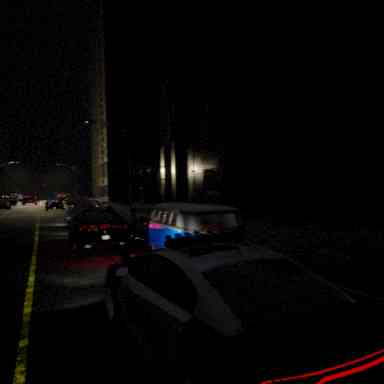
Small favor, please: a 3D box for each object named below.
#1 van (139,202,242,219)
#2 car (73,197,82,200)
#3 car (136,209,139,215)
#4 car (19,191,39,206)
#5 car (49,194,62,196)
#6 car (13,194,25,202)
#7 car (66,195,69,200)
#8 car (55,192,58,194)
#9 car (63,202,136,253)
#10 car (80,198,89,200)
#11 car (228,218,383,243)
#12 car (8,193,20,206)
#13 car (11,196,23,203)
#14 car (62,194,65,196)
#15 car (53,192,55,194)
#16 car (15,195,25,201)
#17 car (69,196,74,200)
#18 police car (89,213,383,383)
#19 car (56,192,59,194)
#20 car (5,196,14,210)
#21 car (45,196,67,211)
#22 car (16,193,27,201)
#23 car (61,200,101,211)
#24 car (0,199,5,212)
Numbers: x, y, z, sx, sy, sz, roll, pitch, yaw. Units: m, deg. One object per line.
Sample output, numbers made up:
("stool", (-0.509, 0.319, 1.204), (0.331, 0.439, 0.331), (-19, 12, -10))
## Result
("van", (-0.077, 1.220, 9.678), (1.690, 1.788, 3.998), (-1, 0, -24))
("car", (-9.318, 1.373, 30.192), (1.887, 1.381, 4.507), (-1, 1, -24))
("car", (-2.385, 1.418, 14.808), (2.008, 1.369, 4.403), (-1, 0, -24))
("car", (-26.369, 1.101, 54.196), (2.150, 2.045, 5.566), (-2, 1, -24))
("car", (-20.463, 1.380, 48.416), (2.033, 1.411, 5.357), (-2, 1, -24))
("car", (-37.886, 1.315, 72.834), (1.967, 1.590, 4.097), (-1, 1, -24))
("car", (-13.939, 1.342, 40.448), (1.887, 1.381, 4.507), (-1, 1, -24))
("car", (-27.807, 1.127, 71.215), (1.967, 1.590, 4.097), (-1, 1, -24))
("car", (-3.978, 1.393, 13.633), (1.882, 1.535, 5.008), (-2, 1, -24))
("car", (-7.007, 1.392, 25.064), (2.008, 1.369, 4.403), (-1, 0, -24))
("car", (2.236, 1.330, 4.550), (1.967, 1.590, 4.097), (-1, 0, -24))
("car", (-28.642, 1.392, 52.324), (1.967, 1.590, 4.097), (-1, 1, -24))
("car", (-35.573, 1.461, 67.708), (1.947, 1.339, 4.313), (-1, 1, -24))
("car", (-18.562, 1.329, 50.704), (1.947, 1.339, 4.313), (-1, 1, -24))
("car", (-32.428, 1.193, 81.471), (1.887, 1.381, 4.507), (-1, 1, -24))
("car", (-40.126, 1.381, 77.807), (1.752, 1.417, 4.829), (-1, 1, -24))
("car", (-11.628, 1.358, 35.319), (1.887, 1.381, 4.507), (-1, 1, -24))
("police car", (0.110, 1.361, 4.586), (1.930, 1.638, 5.238), (-2, 1, -27))
("car", (-25.495, 1.251, 66.088), (1.887, 1.381, 4.507), (-1, 1, -24))
("car", (-24.018, 1.570, 42.069), (1.802, 1.307, 4.206), (-1, 0, -24))
("car", (-15.941, 1.465, 38.484), (1.895, 1.301, 4.718), (-2, 1, -24))
("car", (-42.509, 1.150, 83.088), (2.192, 1.841, 5.009), (-1, 1, -24))
("car", (-6.299, 1.424, 19.172), (1.812, 1.442, 4.674), (-2, 1, -24))
("car", (-19.327, 1.546, 31.658), (1.752, 1.417, 4.829), (-1, 0, -24))
